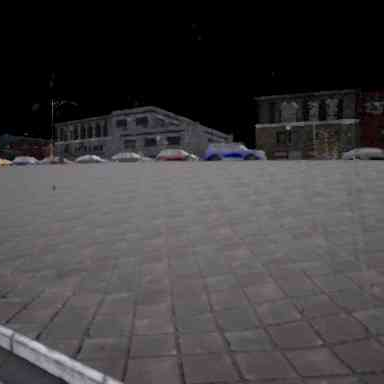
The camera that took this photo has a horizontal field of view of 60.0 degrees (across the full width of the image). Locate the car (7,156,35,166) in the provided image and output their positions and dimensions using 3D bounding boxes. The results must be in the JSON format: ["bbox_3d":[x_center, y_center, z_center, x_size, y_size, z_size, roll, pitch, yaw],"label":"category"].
[{"bbox_3d":[-20.995,-3.775,42.686,4.553,1.767,2.185,1,1,31],"label":"car"}]

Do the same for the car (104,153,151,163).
[{"bbox_3d":[-6.305,-3.349,34.823,4.892,1.521,2.231,1,1,27],"label":"car"}]

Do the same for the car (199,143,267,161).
[{"bbox_3d":[3.878,-3.339,30.043,5.566,2.045,2.435,2,1,25],"label":"car"}]

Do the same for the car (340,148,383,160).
[{"bbox_3d":[14.061,-2.702,25.800,4.674,1.452,2.002,2,1,22],"label":"car"}]

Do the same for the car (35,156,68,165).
[{"bbox_3d":[-16.002,-3.518,39.887,4.792,1.488,2.163,1,1,29],"label":"car"}]

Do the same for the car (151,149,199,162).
[{"bbox_3d":[-1.224,-3.355,32.381,4.553,1.767,2.185,1,1,26],"label":"car"}]

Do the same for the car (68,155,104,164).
[{"bbox_3d":[-11.137,-3.409,37.280,4.674,1.452,2.002,1,1,28],"label":"car"}]

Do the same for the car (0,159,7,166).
[{"bbox_3d":[-25.750,-3.749,45.501,5.008,1.535,2.097,1,1,32],"label":"car"}]
